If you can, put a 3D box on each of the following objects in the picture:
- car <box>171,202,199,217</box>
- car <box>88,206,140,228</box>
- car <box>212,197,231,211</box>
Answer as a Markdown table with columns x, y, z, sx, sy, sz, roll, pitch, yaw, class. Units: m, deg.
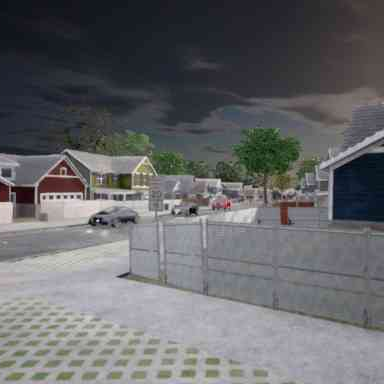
| x | y | z | sx | sy | sz | roll | pitch | yaw | class |
| --- | --- | --- | --- | --- | --- | --- | --- | --- | --- |
| -0.670 | 1.802 | 35.742 | 2.128 | 1.511 | 4.902 | 1 | 0 | 20 | car |
| -5.443 | 1.737 | 23.777 | 1.994 | 1.385 | 4.181 | 1 | 0 | 23 | car |
| 4.617 | 1.747 | 51.055 | 2.150 | 2.045 | 5.566 | 1 | -1 | 17 | car |
